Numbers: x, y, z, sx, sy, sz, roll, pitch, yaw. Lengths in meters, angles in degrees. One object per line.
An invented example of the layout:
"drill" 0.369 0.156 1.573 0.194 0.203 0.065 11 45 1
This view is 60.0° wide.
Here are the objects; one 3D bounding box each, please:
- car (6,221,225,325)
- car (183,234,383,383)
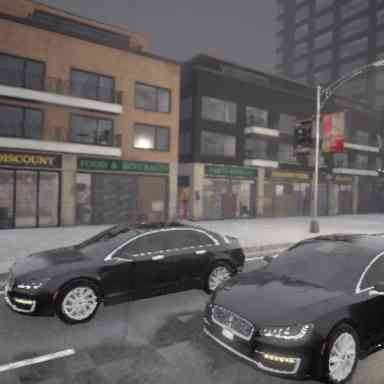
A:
"car" -1.066 1.399 6.917 4.892 1.490 1.837 1 1 -34
"car" 2.461 1.497 5.361 4.892 1.490 1.837 1 1 -34
